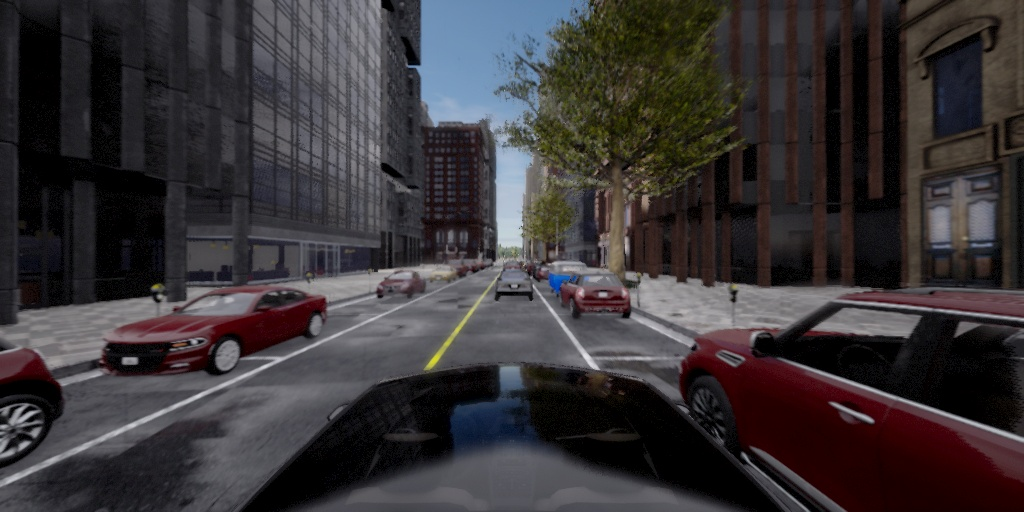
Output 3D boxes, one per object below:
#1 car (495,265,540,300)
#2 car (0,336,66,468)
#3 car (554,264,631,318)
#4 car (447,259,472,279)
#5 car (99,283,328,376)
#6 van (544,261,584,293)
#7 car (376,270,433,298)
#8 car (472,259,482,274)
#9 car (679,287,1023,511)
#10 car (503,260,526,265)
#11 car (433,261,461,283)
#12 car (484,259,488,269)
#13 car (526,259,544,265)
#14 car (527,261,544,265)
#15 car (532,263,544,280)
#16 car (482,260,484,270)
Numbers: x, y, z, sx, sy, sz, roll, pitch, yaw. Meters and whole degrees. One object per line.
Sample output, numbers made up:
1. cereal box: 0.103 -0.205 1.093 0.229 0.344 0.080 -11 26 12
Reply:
1. car: 0.105 1.376 18.306 2.033 1.411 5.357 0 0 0
2. car: -5.668 1.191 1.926 1.967 1.591 4.097 0 0 0
3. car: 2.861 1.244 13.190 1.967 1.591 4.097 0 0 0
4. car: -5.659 1.241 35.756 2.192 1.841 5.009 0 0 0
5. car: -5.666 1.323 7.565 1.888 1.381 4.507 0 0 0
6. van: 2.862 1.172 18.829 1.690 1.789 3.998 0 0 0
7. car: -5.664 1.413 18.843 1.802 1.307 4.207 0 0 0
8. car: -5.656 1.317 47.035 2.192 1.841 5.009 0 0 0
9. car: 2.858 1.066 1.910 2.192 1.841 5.009 0 0 0
10. car: 0.109 1.304 39.654 2.097 1.767 4.553 0 0 0
11. car: -5.661 1.415 29.950 1.751 1.417 4.829 0 0 0
12. car: -5.654 1.394 58.311 2.192 1.841 5.009 0 0 0
13. car: 2.868 1.278 41.385 2.192 1.841 5.009 0 0 0
14. car: 2.866 1.491 35.745 1.948 1.339 4.313 0 0 0
15. car: 2.865 1.471 30.107 1.802 1.307 4.207 0 0 0
16. car: -5.655 1.606 52.674 1.948 1.339 4.313 0 0 0
